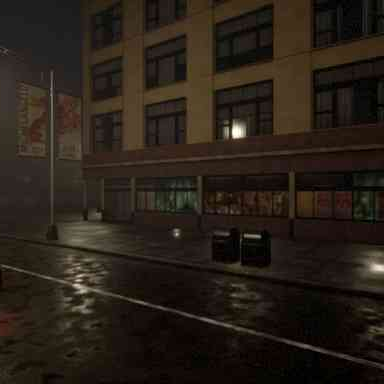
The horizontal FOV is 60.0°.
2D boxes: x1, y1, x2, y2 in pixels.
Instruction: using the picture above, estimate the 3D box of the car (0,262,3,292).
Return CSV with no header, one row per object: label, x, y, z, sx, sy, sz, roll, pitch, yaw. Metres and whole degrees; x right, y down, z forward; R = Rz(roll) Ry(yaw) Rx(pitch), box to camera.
car,-5.832,1.563,7.719,1.994,1.385,4.181,0,0,-40
